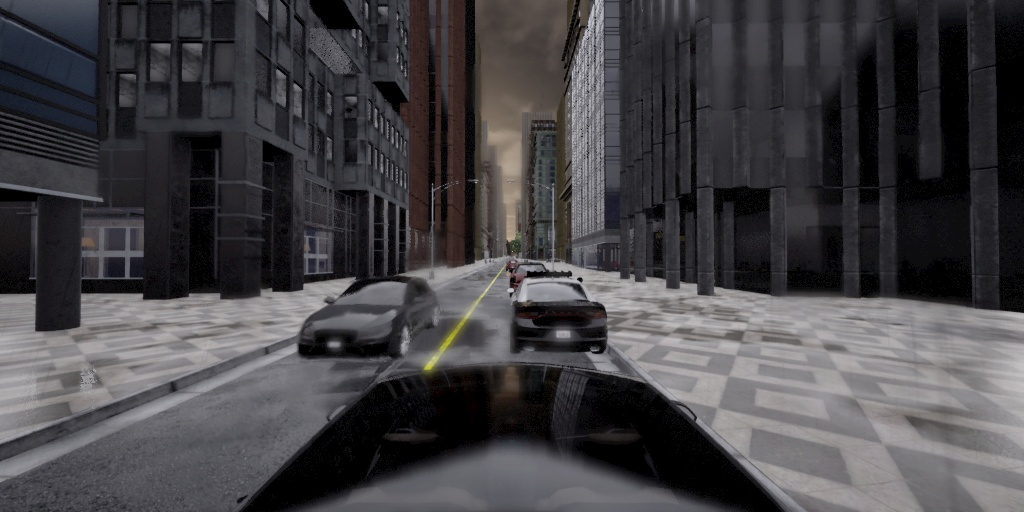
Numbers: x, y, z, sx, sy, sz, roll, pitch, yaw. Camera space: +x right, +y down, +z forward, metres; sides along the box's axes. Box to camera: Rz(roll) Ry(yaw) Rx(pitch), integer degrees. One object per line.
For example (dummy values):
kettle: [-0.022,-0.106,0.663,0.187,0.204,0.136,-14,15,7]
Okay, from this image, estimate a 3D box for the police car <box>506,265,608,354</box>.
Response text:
police car: [0.907,1.177,8.902,1.930,1.638,5.238,0,0,0]

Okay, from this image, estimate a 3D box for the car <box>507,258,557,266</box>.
car: [0.918,1.100,18.763,2.097,1.767,4.553,0,0,0]

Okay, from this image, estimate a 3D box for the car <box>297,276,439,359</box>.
car: [-2.993,1.257,8.492,1.837,1.490,4.892,0,0,0]
